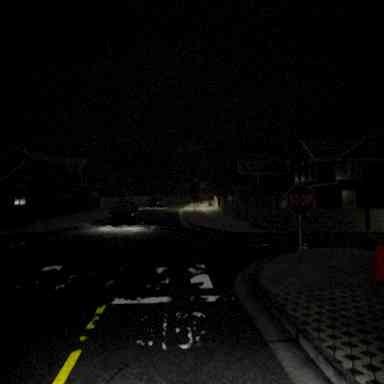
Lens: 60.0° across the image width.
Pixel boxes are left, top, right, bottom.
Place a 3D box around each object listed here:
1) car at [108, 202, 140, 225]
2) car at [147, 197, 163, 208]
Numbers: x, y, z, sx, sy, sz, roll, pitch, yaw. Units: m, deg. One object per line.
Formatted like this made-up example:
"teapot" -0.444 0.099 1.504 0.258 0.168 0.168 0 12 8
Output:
"car" -4.895 1.468 24.281 1.882 1.535 5.008 0 0 -5
"car" -5.477 1.484 49.894 1.837 1.490 4.892 -1 0 2
